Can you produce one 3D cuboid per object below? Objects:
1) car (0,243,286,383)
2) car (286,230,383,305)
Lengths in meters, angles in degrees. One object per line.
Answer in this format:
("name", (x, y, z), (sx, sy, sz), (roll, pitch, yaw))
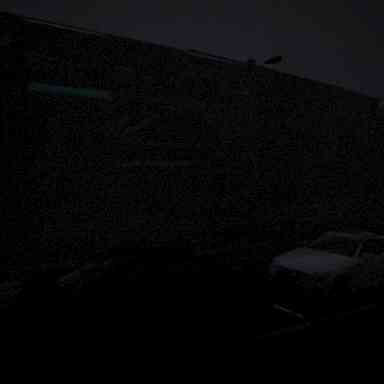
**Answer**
("car", (-1.064, 1.708, 5.776), (5.008, 1.535, 2.097), (1, -1, -27))
("car", (4.175, 1.800, 8.986), (4.674, 1.452, 2.002), (0, 2, -32))
